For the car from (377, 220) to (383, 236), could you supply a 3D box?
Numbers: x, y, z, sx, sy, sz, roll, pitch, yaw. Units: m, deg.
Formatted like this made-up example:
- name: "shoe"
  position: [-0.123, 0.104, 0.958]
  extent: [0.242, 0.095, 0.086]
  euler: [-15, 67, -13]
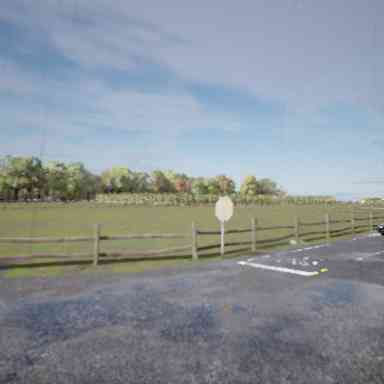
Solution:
- name: "car"
  position: [14.039, 2.123, 21.946]
  extent: [5.357, 1.411, 2.033]
  euler: [2, -2, -43]
